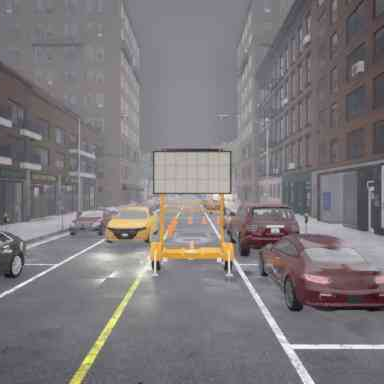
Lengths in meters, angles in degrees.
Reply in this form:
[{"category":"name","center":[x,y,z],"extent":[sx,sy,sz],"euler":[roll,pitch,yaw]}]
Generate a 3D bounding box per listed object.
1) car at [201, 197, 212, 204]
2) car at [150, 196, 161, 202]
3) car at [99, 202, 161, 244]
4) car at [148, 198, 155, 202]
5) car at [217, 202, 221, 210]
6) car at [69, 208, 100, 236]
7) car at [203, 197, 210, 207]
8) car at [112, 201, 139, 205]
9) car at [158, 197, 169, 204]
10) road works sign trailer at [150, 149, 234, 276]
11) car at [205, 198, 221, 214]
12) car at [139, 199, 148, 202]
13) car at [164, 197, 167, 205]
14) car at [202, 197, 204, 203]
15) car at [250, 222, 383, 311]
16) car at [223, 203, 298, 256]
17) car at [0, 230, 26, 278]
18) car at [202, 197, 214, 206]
[{"category":"car","center":[2.676,1.585,62.617],"extent":[1.947,1.339,4.313],"euler":[0,0,0]},{"category":"car","center":[-5.363,1.553,40.545],"extent":[2.008,1.369,4.403],"euler":[0,0,0]},{"category":"car","center":[-2.741,1.478,16.075],"extent":[1.882,1.535,5.008],"euler":[0,0,0]},{"category":"car","center":[-5.366,1.567,35.026],"extent":[1.947,1.339,4.313],"euler":[0,0,0]},{"category":"car","center":[2.644,1.525,18.639],"extent":[1.752,1.417,4.829],"euler":[0,0,0]},{"category":"car","center":[-5.377,1.582,18.470],"extent":[1.802,1.307,4.206],"euler":[0,0,0]},{"category":"car","center":[2.662,1.584,40.543],"extent":[1.802,1.307,4.206],"euler":[0,0,0]},{"category":"car","center":[-5.373,1.551,23.989],"extent":[2.008,1.369,4.403],"euler":[0,0,0]},{"category":"car","center":[-5.349,1.601,62.620],"extent":[1.802,1.307,4.206],"euler":[0,0,0]},{"category":"road works sign trailer","center":[0.006,0.464,10.321],"extent":[2.380,3.560,2.880],"euler":[0,0,0]},{"category":"car","center":[2.659,1.583,35.025],"extent":[1.802,1.307,4.206],"euler":[0,0,0]},{"category":"car","center":[-5.370,1.545,29.508],"extent":[1.887,1.381,4.507],"euler":[0,0,0]},{"category":"car","center":[-5.356,1.535,51.412],"extent":[1.752,1.417,4.829],"euler":[0,0,0]},{"category":"car","center":[2.665,1.531,46.232],"extent":[1.752,1.417,4.829],"euler":[0,0,0]},{"category":"car","center":[2.641,1.582,7.434],"extent":[1.802,1.307,4.206],"euler":[0,0,0]},{"category":"car","center":[2.645,1.315,12.952],"extent":[2.192,1.841,5.009],"euler":[0,0,0]},{"category":"car","center":[-5.384,1.551,7.432],"extent":[2.008,1.369,4.403],"euler":[0,0,0]},{"category":"car","center":[2.672,1.596,57.098],"extent":[1.802,1.307,4.206],"euler":[0,0,0]}]
